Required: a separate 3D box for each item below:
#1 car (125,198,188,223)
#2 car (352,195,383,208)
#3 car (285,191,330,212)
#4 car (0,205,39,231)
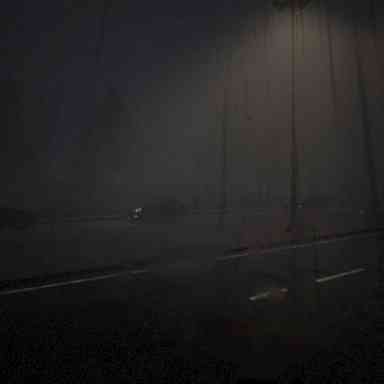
[{"bbox_3d":[-2.602,1.236,24.583,4.553,1.767,2.097,0,0,-35],"label":"car"},{"bbox_3d":[21.985,1.109,41.631,4.902,1.511,2.128,-1,0,-35],"label":"car"},{"bbox_3d":[12.155,0.947,34.828,5.566,2.045,2.150,0,0,-34],"label":"car"},{"bbox_3d":[-11.177,1.499,18.699,4.674,1.442,1.812,0,0,-35],"label":"car"}]
